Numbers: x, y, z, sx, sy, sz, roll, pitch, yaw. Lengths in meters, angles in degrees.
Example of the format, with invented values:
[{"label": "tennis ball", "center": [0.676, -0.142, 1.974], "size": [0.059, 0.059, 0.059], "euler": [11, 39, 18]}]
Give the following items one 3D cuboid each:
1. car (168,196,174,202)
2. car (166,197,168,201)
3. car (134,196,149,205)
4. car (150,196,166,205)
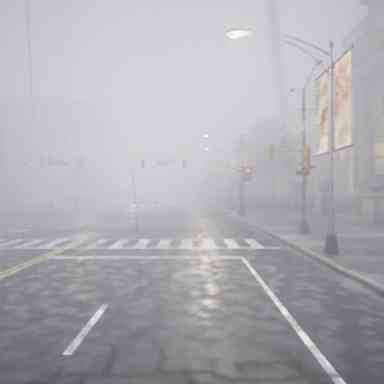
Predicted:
[{"label": "car", "center": [-7.445, 1.993, 93.169], "size": [1.895, 1.301, 4.718], "euler": [0, 0, -25]}, {"label": "car", "center": [-7.812, 1.835, 83.474], "size": [1.882, 1.535, 5.008], "euler": [0, 0, -10]}, {"label": "car", "center": [-10.430, 1.785, 66.353], "size": [1.837, 1.490, 4.892], "euler": [0, 0, 0]}, {"label": "car", "center": [-6.931, 1.814, 67.543], "size": [1.812, 1.442, 4.674], "euler": [0, 0, 0]}]
